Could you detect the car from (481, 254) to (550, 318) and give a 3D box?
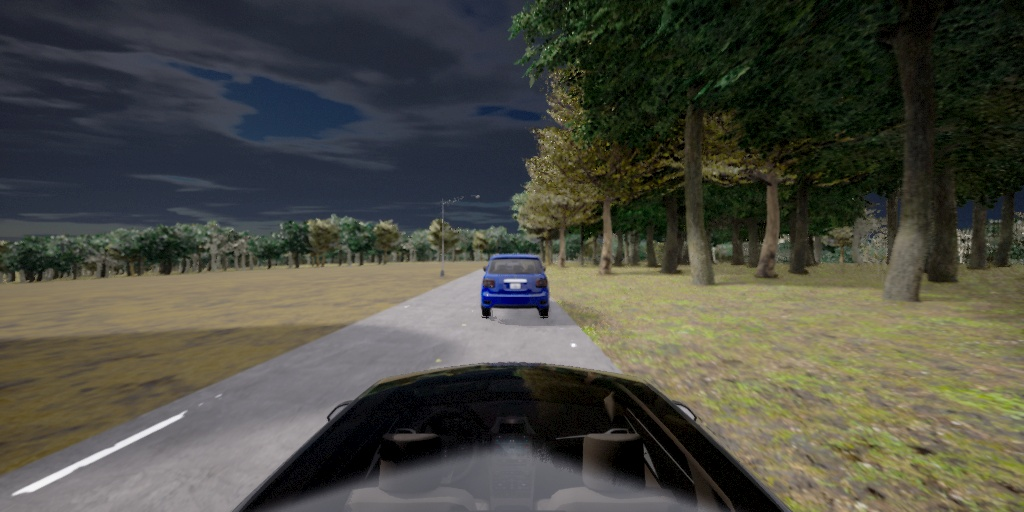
[{"bbox_3d":[0.097,0.954,13.060,2.150,2.045,5.566,0,0,0],"label":"car"}]
